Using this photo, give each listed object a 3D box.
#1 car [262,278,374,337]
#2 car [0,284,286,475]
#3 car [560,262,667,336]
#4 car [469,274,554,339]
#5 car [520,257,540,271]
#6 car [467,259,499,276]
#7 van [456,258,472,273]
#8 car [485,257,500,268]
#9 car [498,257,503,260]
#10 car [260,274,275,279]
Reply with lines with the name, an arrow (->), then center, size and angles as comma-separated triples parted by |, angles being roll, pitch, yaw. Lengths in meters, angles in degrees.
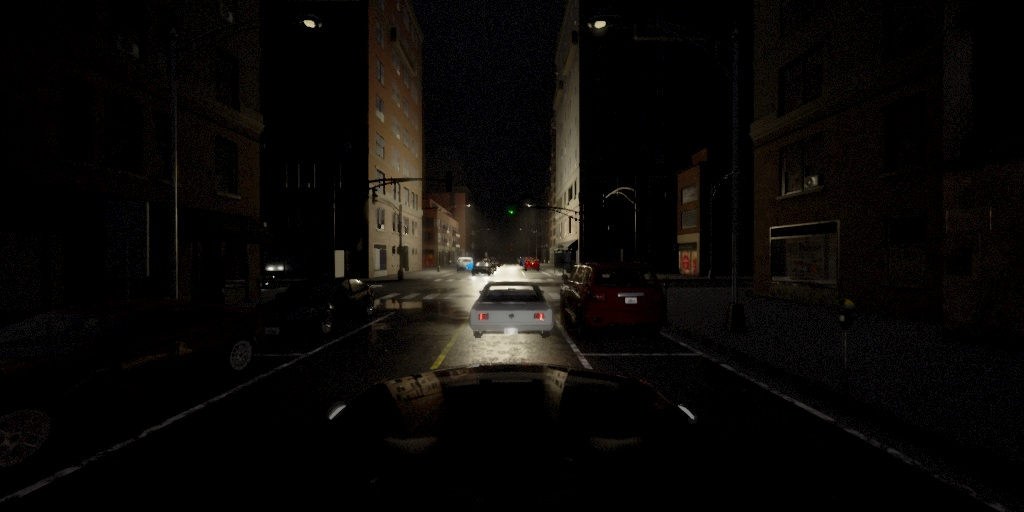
car -> -5.408, 1.314, 10.261 | 1.948, 1.339, 4.313 | 0, 0, 0
car -> -5.394, 1.294, 4.750 | 1.888, 1.381, 4.507 | 0, 0, 0
car -> 2.617, 1.063, 10.282 | 2.192, 1.841, 5.009 | 0, 0, 0
car -> -0.010, 1.349, 10.034 | 1.895, 1.301, 4.718 | 0, 0, 0
car -> 2.588, 1.050, 47.653 | 2.192, 1.841, 5.009 | 0, 0, 0
car -> -2.911, 1.287, 37.165 | 2.033, 1.411, 5.357 | 0, 0, 4
van -> -5.511, 1.078, 42.225 | 1.690, 1.789, 3.998 | 0, 0, 0
car -> -2.952, 1.241, 47.247 | 1.837, 1.490, 4.892 | 0, 0, 0
car -> -2.932, 1.295, 59.087 | 1.994, 1.385, 4.181 | 0, 0, 0
car -> -17.317, 1.414, 22.107 | 4.718, 1.301, 1.895 | 0, 0, 0
